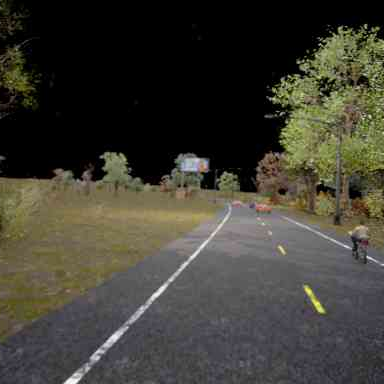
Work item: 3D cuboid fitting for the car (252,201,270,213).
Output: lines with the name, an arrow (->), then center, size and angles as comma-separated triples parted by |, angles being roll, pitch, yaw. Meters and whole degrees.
car -> 11.740, 2.448, 55.396 | 2.097, 1.767, 4.553 | 3, 0, 7

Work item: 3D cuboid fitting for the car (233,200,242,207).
car -> 10.776, 2.604, 79.171 | 2.097, 1.767, 4.553 | 3, 0, 6

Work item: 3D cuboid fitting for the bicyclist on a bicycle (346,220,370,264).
bicyclist on a bicycle -> 6.487, 1.881, 12.873 | 0.866, 1.612, 1.509 | 3, -1, 9

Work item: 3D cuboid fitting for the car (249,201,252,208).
car -> 13.593, 2.683, 72.337 | 2.097, 1.767, 4.553 | 3, 0, 6
